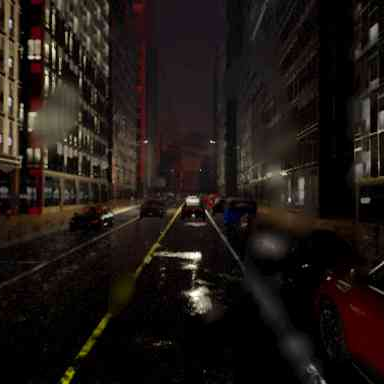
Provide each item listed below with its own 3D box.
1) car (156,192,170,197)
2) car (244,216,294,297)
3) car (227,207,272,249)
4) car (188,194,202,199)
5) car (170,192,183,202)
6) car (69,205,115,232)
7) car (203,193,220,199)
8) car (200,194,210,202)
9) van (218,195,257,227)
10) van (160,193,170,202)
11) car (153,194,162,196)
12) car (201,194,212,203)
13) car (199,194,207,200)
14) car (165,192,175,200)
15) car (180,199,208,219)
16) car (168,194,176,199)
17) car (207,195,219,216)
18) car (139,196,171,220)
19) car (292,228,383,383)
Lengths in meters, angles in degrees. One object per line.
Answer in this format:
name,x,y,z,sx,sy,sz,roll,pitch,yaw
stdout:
car,-5.654,1.081,58.346,2.192,1.841,5.009,1,0,0
car,2.707,1.532,8.255,1.947,1.339,4.313,1,0,0
car,2.708,1.525,13.832,1.802,1.307,4.206,1,0,0
car,0.106,1.345,44.603,1.812,1.442,4.674,0,0,0
car,-2.979,1.240,69.609,2.128,1.511,4.902,0,0,0
car,-5.671,1.471,19.321,2.008,1.369,4.403,1,0,0
car,2.719,1.168,36.139,2.192,1.841,5.009,1,0,0
car,2.727,1.162,69.602,1.967,1.590,4.097,1,0,0
van,2.714,1.261,19.408,1.690,1.788,3.998,1,0,0
van,-5.660,1.063,69.497,1.690,1.788,3.998,1,0,0
car,-5.663,1.391,47.197,1.802,1.307,4.206,1,0,0
car,2.725,1.183,64.025,1.967,1.590,4.097,1,0,0
car,2.729,1.203,80.927,1.752,1.417,4.829,1,0,0
car,-5.612,0.973,86.222,2.192,1.841,5.009,1,0,0
car,0.109,1.487,27.605,1.895,1.301,4.718,0,0,0
car,-5.615,1.203,91.798,1.947,1.339,4.313,1,0,0
car,2.715,1.315,30.562,1.967,1.590,4.097,1,0,0
car,-3.091,1.366,27.286,1.882,1.535,5.008,0,0,0
car,2.709,1.304,2.677,2.192,1.841,5.009,1,0,0
